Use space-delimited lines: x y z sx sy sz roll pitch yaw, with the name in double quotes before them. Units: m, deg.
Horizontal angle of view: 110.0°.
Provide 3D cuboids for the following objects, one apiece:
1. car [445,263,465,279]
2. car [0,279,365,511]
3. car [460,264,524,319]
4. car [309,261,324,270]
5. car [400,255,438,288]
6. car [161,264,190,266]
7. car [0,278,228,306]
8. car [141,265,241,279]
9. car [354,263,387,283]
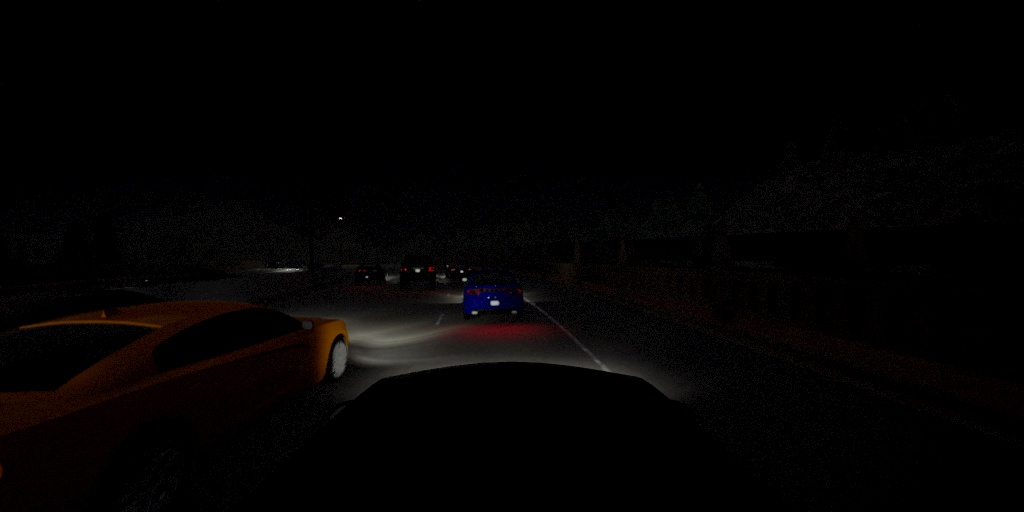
"car" -4.745 1.278 31.691 1.994 1.385 4.181 0 0 -17
"car" -3.608 1.237 4.033 1.882 1.535 5.008 0 0 -2
"car" -0.757 1.209 12.855 1.882 1.535 5.008 0 0 -6
"car" -30.382 1.459 55.743 1.895 1.301 4.718 -1 0 -25
"car" -6.163 0.961 23.797 2.150 2.045 5.566 0 0 -13
"car" -20.446 1.332 22.451 1.837 1.490 4.892 0 0 -15
"car" -7.187 1.297 6.143 1.812 1.442 4.674 0 0 -3
"car" -15.832 1.349 18.026 2.033 1.411 5.357 0 0 -11
"car" -10.676 1.252 27.199 2.128 1.511 4.902 0 0 -15
